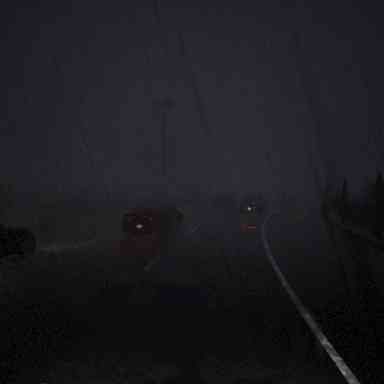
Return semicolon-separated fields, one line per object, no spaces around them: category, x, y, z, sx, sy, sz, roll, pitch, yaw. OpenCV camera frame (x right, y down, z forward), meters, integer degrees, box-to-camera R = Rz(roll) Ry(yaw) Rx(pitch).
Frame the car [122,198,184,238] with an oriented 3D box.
car;-1.693;1.215;16.012;1.882;1.535;5.008;0;1;10

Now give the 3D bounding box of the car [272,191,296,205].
car;11.788;0.668;42.341;2.097;1.767;4.553;1;1;29

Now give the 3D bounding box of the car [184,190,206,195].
car;-0.183;0.753;49.953;1.994;1.385;4.181;1;1;30

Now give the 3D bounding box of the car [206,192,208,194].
car;1.121;0.432;64.519;1.882;1.535;5.008;1;1;37

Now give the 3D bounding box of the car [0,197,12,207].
car;-17.190;1.041;27.305;2.128;1.511;4.902;0;1;16

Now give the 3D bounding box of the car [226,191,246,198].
car;9.153;0.478;68.822;1.994;1.385;4.181;1;1;41

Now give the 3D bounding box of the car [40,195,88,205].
car;-12.147;1.021;32.101;2.033;1.411;5.357;0;1;18

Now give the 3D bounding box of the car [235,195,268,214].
car;5.296;1.043;28.333;1.837;1.490;4.892;0;0;19

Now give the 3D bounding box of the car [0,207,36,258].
car;-6.249;1.373;9.121;1.812;1.442;4.674;0;1;6

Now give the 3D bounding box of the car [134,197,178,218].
car;-2.733;1.135;26.296;1.994;1.385;4.181;0;1;17

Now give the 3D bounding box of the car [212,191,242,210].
car;3.529;0.934;33.520;1.882;1.535;5.008;0;1;22
